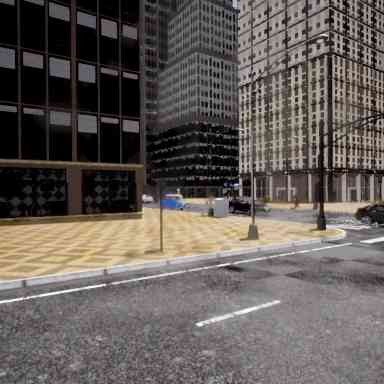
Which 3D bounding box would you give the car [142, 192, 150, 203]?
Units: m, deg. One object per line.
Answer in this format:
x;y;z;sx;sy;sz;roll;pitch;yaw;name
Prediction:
-8.554;1.254;58.998;1.812;1.442;4.674;-1;1;-34;car

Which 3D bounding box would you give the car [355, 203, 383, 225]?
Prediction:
13.039;1.466;21.291;1.837;1.490;4.892;-1;0;-34;car

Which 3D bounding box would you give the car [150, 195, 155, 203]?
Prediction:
-4.732;1.036;57.969;2.192;1.841;5.009;0;0;-34;car

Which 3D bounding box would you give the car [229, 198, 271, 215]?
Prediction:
5.489;1.388;32.451;2.128;1.511;4.902;-1;1;-34;car

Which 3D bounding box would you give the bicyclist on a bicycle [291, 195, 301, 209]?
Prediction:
11.998;1.119;38.415;1.656;1.620;0.582;-1;1;-34;bicyclist on a bicycle

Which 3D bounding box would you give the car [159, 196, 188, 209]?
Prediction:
-2.510;1.355;44.323;1.812;1.442;4.674;-1;1;-34;car

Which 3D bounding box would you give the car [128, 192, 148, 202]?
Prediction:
-10.927;0.982;67.155;2.192;1.841;5.009;0;0;-34;car

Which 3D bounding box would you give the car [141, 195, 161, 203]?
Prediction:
-7.829;1.239;62.563;1.887;1.381;4.507;0;0;-34;car

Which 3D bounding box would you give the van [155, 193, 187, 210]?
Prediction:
-2.389;1.211;39.506;1.690;1.788;3.998;0;0;-34;van
